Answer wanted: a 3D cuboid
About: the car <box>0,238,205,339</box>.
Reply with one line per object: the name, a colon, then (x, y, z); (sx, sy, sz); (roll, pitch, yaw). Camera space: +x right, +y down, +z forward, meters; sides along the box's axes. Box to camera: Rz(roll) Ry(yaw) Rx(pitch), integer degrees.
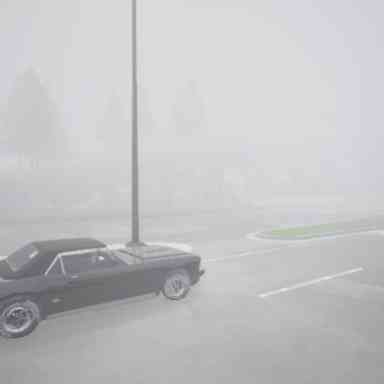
car: (-2.064, 1.586, 6.574); (4.718, 1.301, 1.895); (-1, 0, -36)
